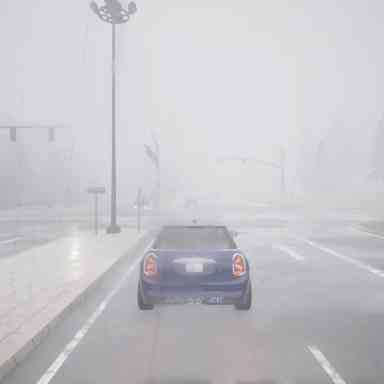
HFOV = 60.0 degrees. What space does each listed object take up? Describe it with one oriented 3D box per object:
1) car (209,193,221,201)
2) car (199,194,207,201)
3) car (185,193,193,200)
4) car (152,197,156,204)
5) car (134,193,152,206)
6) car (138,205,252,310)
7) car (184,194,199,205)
[{"bbox_3d":[6.241,1.213,85.084,2.150,2.045,5.566,0,0,-1],"label":"car"},{"bbox_3d":[2.736,1.512,85.350,1.812,1.442,4.674,0,0,-1],"label":"car"},{"bbox_3d":[-0.942,1.188,95.643,2.150,2.045,5.566,0,0,-1],"label":"car"},{"bbox_3d":[-8.454,1.563,65.561,1.994,1.385,4.181,0,0,0],"label":"car"},{"bbox_3d":[-8.334,1.351,55.615,2.097,1.767,4.553,0,0,-1],"label":"car"},{"bbox_3d":[0.060,1.352,7.964,2.097,1.767,4.553,0,0,0],"label":"car"},{"bbox_3d":[-0.235,1.525,54.784,1.812,1.442,4.674,0,0,-1],"label":"car"}]
